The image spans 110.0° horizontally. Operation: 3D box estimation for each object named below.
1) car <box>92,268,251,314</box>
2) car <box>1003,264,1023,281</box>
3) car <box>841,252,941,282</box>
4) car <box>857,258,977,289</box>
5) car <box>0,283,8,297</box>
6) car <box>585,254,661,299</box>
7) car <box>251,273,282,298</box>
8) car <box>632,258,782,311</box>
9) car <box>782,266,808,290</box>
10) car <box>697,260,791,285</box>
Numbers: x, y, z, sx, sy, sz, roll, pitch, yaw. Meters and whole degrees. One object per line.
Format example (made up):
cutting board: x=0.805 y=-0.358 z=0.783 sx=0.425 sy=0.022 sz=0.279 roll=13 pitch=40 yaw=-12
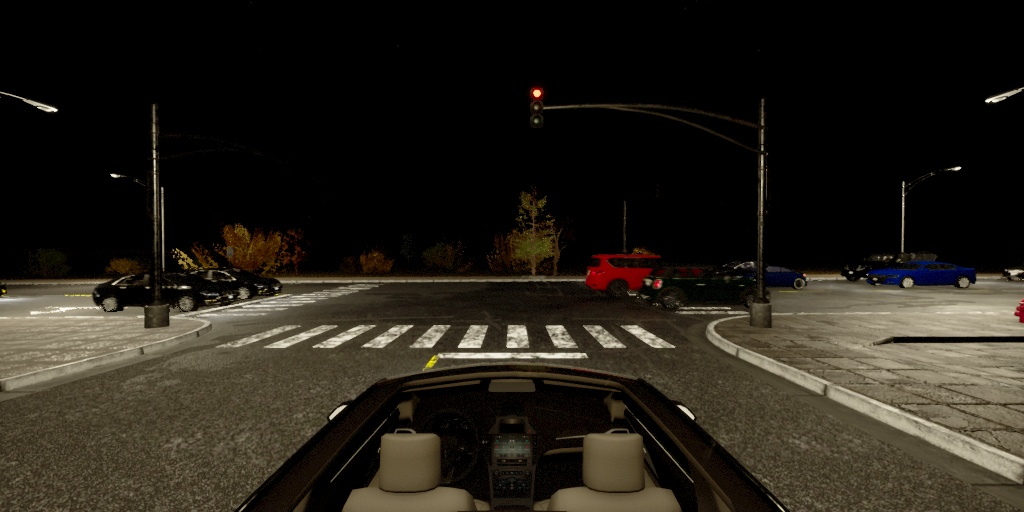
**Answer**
car: x=-13.646 y=1.395 z=14.305 sx=4.892 sy=1.490 sz=1.837 roll=0 pitch=1 yaw=0
car: x=35.891 y=0.949 z=23.828 sx=4.902 sy=1.511 sz=2.128 roll=0 pitch=1 yaw=1
car: x=25.411 y=0.741 z=23.924 sx=5.566 sy=2.045 sz=2.150 roll=0 pitch=1 yaw=1
car: x=23.479 y=1.049 z=20.692 sx=5.008 sy=1.535 sz=1.882 roll=0 pitch=1 yaw=0
car: x=-27.966 y=1.508 z=17.673 sx=4.181 sy=1.385 sz=1.994 roll=0 pitch=1 yaw=1
car: x=6.383 y=0.935 z=17.390 sx=5.566 sy=2.045 sz=2.150 roll=0 pitch=1 yaw=1
car: x=-13.947 y=1.356 z=17.554 sx=4.892 sy=1.490 sz=1.837 roll=0 pitch=1 yaw=0
car: x=7.475 y=1.101 z=14.128 sx=4.553 sy=1.767 sz=2.097 roll=0 pitch=1 yaw=1
car: x=14.502 y=1.190 z=20.769 sx=4.181 sy=1.385 sz=1.994 roll=0 pitch=1 yaw=0
car: x=15.384 y=1.071 z=24.012 sx=4.902 sy=1.511 sz=2.128 roll=0 pitch=1 yaw=0
